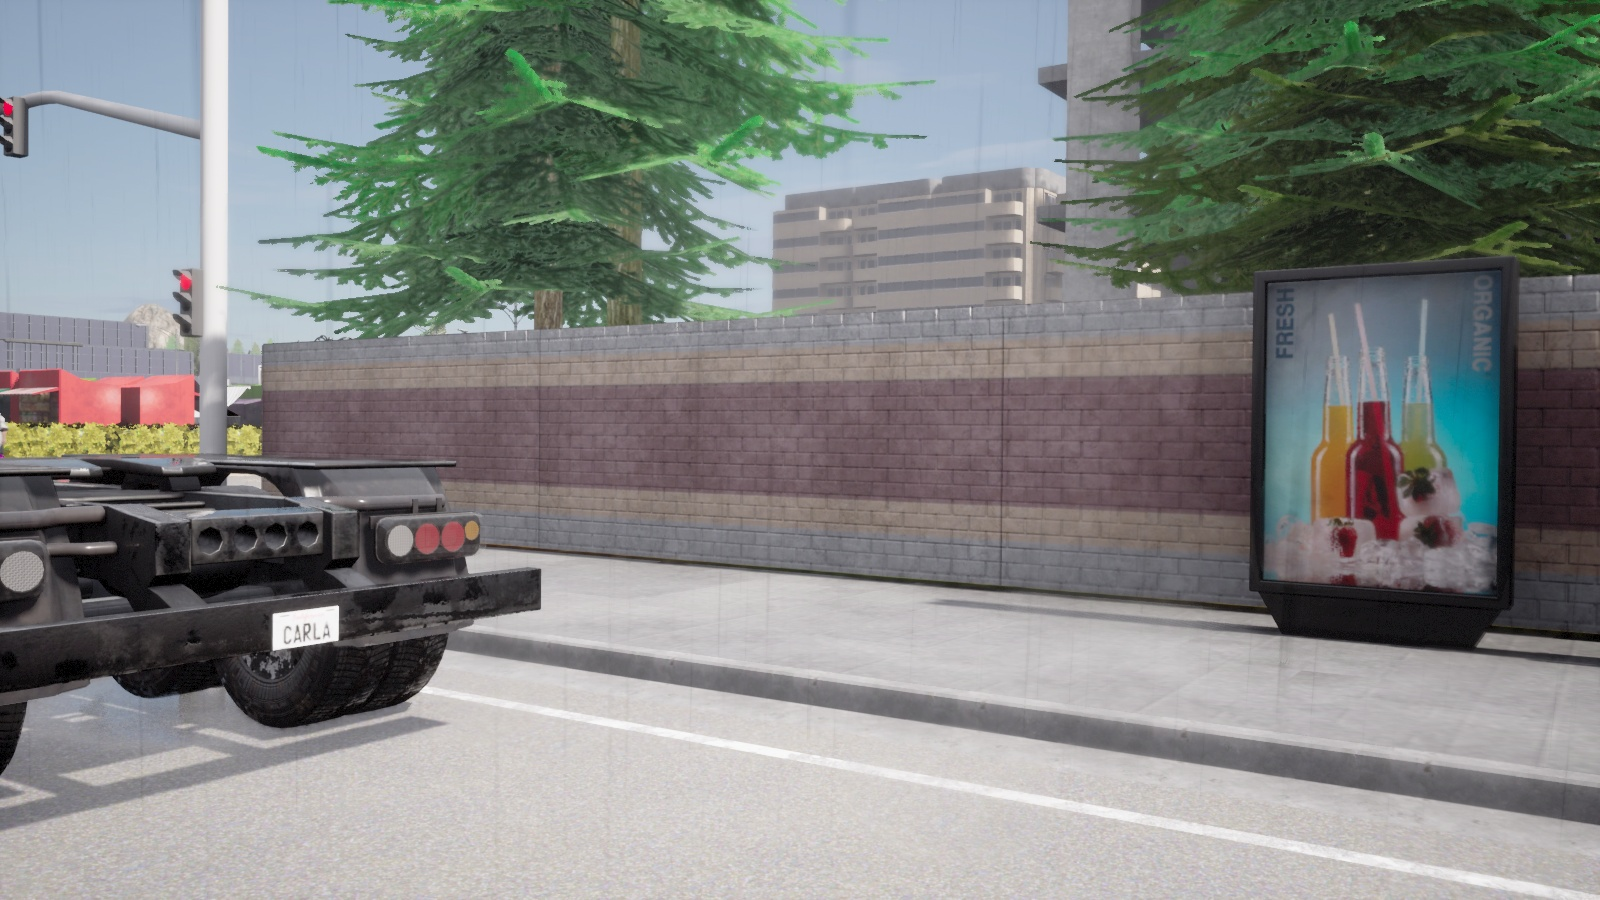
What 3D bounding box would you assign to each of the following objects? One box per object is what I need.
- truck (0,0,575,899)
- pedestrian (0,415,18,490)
[{"bbox_3d":[-5.216,-0.300,7.067,7.936,3.462,2.891,0,1,34],"label":"truck"},{"bbox_3d":[-21.041,0.073,32.750,0.659,1.952,0.873,0,1,36],"label":"pedestrian"}]
